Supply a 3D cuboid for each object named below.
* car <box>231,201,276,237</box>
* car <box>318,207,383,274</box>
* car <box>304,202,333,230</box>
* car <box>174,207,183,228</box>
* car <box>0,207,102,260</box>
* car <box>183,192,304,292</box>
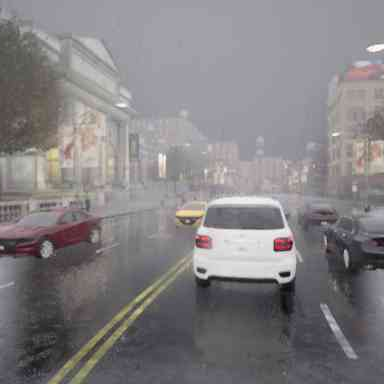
[{"bbox_3d":[3.437,1.332,18.302,2.128,1.511,4.902,0,1,12],"label":"car"},{"bbox_3d":[5.284,1.414,10.058,1.837,1.490,4.892,0,0,11],"label":"car"},{"bbox_3d":[7.230,1.335,19.256,1.837,1.490,4.892,0,0,12],"label":"car"},{"bbox_3d":[0.300,1.343,20.865,1.882,1.535,5.008,0,1,12],"label":"car"},{"bbox_3d":[-5.195,1.373,12.386,1.882,1.535,5.008,0,1,13],"label":"car"},{"bbox_3d":[1.471,1.142,8.995,2.150,2.045,5.566,0,0,11],"label":"car"}]
